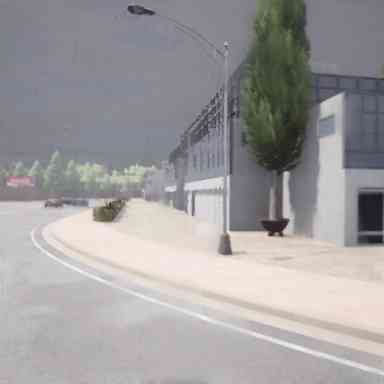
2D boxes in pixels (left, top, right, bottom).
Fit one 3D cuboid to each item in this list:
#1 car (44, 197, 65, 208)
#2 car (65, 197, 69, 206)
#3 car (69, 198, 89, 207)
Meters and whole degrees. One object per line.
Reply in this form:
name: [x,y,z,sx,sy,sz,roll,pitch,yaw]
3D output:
car: [-20.910,1.639,50.072,1.812,1.442,4.674,1,0,-10]
car: [-22.469,1.657,59.085,1.837,1.490,4.892,1,0,-10]
car: [-18.023,1.638,53.914,1.882,1.535,5.008,1,0,-10]
